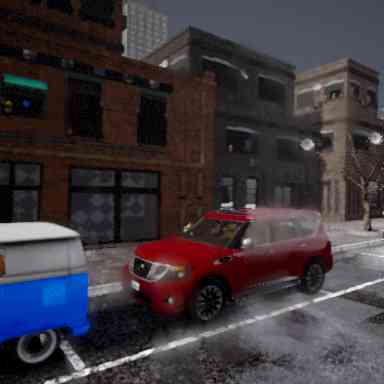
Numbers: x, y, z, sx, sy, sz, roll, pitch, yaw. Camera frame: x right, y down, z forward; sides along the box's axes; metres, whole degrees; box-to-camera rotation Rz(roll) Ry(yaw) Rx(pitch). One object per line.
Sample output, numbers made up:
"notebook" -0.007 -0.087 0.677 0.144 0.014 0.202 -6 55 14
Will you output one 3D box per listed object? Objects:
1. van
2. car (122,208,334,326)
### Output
"van" -3.338 1.341 4.156 3.998 1.788 1.690 0 1 -35
"car" 1.065 1.330 7.296 5.009 1.841 2.192 0 1 -35
